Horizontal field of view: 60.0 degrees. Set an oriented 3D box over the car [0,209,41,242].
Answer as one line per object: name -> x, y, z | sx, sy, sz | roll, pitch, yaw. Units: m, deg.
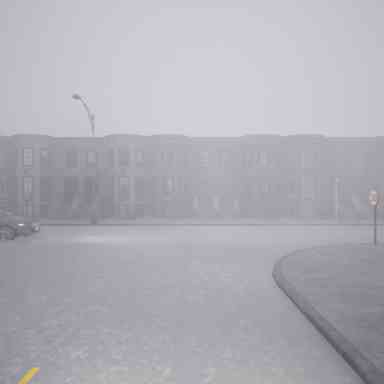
car -> -9.841, 1.492, 15.881 | 4.902, 1.511, 2.128 | 0, 0, 0
